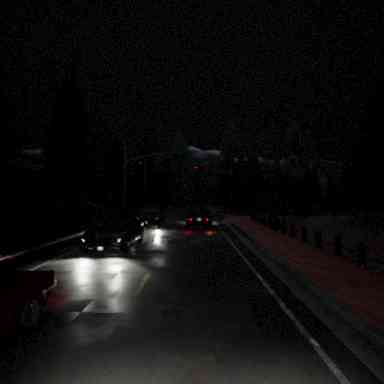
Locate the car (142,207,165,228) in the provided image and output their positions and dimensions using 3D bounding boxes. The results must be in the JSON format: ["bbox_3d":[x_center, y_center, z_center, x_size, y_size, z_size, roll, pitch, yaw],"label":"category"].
[{"bbox_3d":[-3.092,1.856,25.258,1.812,1.442,4.674,0,-1,1],"label":"car"}]

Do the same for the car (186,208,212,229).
[{"bbox_3d":[0.491,1.861,24.075,2.033,1.411,5.357,0,-1,1],"label":"car"}]

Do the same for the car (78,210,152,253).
[{"bbox_3d":[-3.349,1.741,14.982,2.033,1.411,5.357,0,-1,1],"label":"car"}]

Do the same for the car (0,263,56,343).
[{"bbox_3d":[-3.550,1.653,4.108,1.895,1.301,4.718,0,-1,1],"label":"car"}]
